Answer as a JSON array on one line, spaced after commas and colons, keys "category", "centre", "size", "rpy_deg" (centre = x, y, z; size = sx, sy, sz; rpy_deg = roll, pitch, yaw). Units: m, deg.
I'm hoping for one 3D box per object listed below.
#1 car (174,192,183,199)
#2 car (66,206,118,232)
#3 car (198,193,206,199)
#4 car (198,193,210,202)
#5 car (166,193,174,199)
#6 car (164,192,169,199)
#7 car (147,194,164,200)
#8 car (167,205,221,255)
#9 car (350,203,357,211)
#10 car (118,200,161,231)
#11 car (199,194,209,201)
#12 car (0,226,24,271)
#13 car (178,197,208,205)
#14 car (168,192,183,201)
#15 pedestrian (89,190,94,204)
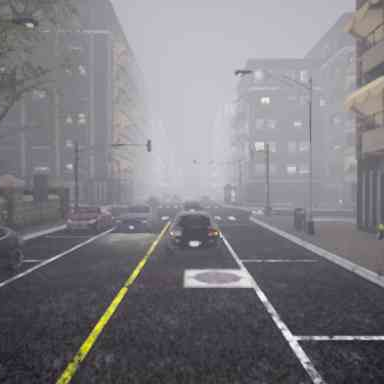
[{"category": "car", "centre": [-3.239, 0.875, 83.074], "size": [2.097, 1.767, 4.553], "rpy_deg": [0, 0, 0]}, {"category": "car", "centre": [-5.748, 1.472, 19.078], "size": [1.802, 1.307, 4.206], "rpy_deg": [0, 0, 0]}, {"category": "car", "centre": [2.440, 0.959, 85.338], "size": [1.967, 1.590, 4.097], "rpy_deg": [0, 0, 0]}, {"category": "car", "centre": [2.505, 1.195, 62.784], "size": [2.008, 1.369, 4.403], "rpy_deg": [0, 0, 0]}, {"category": "car", "centre": [-5.956, 1.013, 90.788], "size": [1.752, 1.417, 4.829], "rpy_deg": [0, 0, 0]}, {"category": "car", "centre": [-5.926, 0.865, 79.679], "size": [2.192, 1.841, 5.009], "rpy_deg": [0, 0, 0]}, {"category": "car", "centre": [-5.843, 1.147, 51.487], "size": [1.967, 1.590, 4.097], "rpy_deg": [0, 0, 0]}, {"category": "car", "centre": [0.064, 1.452, 12.757], "size": [1.812, 1.442, 4.674], "rpy_deg": [0, 0, 0]}, {"category": "car", "centre": [21.278, 1.596, 40.014], "size": [4.097, 1.590, 1.967], "rpy_deg": [1, 0, -1]}, {"category": "car", "centre": [-3.104, 1.433, 19.807], "size": [2.033, 1.411, 5.357], "rpy_deg": [0, 0, 0]}, {"category": "car", "centre": [2.489, 1.158, 68.422], "size": [1.887, 1.381, 4.507], "rpy_deg": [0, 0, 0]}, {"category": "car", "centre": [-5.716, 1.519, 8.008], "size": [1.947, 1.339, 4.313], "rpy_deg": [0, 0, 0]}, {"category": "car", "centre": [0.017, 1.403, 28.232], "size": [1.994, 1.385, 4.181], "rpy_deg": [0, 0, 0]}, {"category": "car", "centre": [-3.197, 1.096, 67.512], "size": [1.882, 1.535, 5.008], "rpy_deg": [0, 1, 0]}, {"category": "pedestrian", "centre": [-12.836, 0.661, 42.457], "size": [0.375, 1.860, 0.375], "rpy_deg": [0, 0, -1]}]
